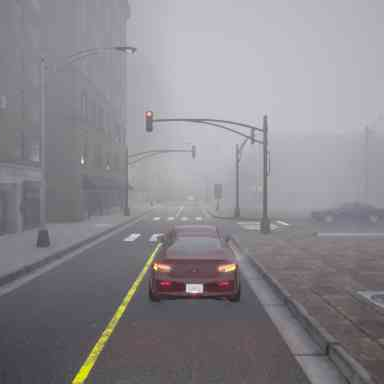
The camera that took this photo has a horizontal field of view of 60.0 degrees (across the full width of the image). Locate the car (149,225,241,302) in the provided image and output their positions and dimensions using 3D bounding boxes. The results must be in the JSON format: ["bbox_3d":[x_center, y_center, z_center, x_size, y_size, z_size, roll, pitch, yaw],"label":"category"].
[{"bbox_3d":[0.074,1.526,8.139,1.812,1.442,4.674,0,0,1],"label":"car"}]

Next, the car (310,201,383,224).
[{"bbox_3d":[11.078,1.432,23.851,5.008,1.535,1.882,0,0,0],"label":"car"}]

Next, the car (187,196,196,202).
[{"bbox_3d":[-0.150,1.567,76.115,1.812,1.442,4.674,0,0,0],"label":"car"}]
